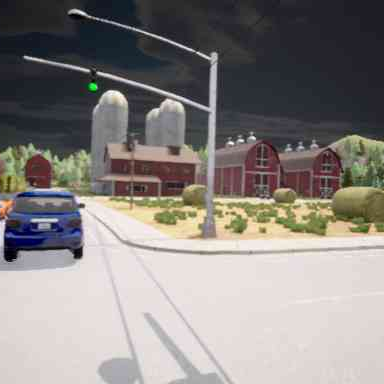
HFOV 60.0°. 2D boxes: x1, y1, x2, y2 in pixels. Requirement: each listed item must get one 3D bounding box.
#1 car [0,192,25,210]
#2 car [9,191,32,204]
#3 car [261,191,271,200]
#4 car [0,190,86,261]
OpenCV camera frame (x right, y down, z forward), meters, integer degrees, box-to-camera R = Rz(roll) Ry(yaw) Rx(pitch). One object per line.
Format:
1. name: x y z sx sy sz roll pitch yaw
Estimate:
1. car: -16.303 0.799 29.850 1.994 1.385 4.181 1 1 -23
2. car: -20.136 0.597 39.130 1.994 1.385 4.181 1 1 -22
3. car: 18.023 0.864 80.832 1.905 1.878 3.866 8 5 24
4. car: -4.909 0.968 11.466 2.150 2.045 5.566 1 0 -20
